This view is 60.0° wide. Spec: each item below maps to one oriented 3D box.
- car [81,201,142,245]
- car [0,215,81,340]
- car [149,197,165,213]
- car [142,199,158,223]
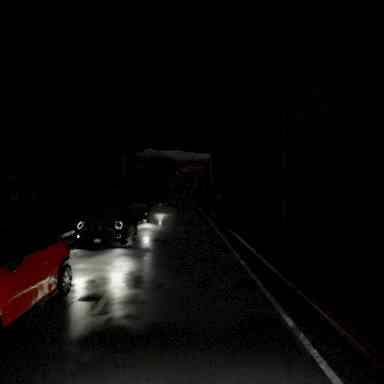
[{"bbox_3d":[-3.822,1.358,15.549,2.097,1.767,4.553,0,0,-1],"label":"car"},{"bbox_3d":[-3.669,1.363,5.494,2.097,1.767,4.553,0,0,-1],"label":"car"},{"bbox_3d":[-4.105,1.350,36.554,2.097,1.767,4.553,0,0,0],"label":"car"},{"bbox_3d":[-3.969,1.526,25.779,1.812,1.442,4.674,0,0,-1],"label":"car"}]
